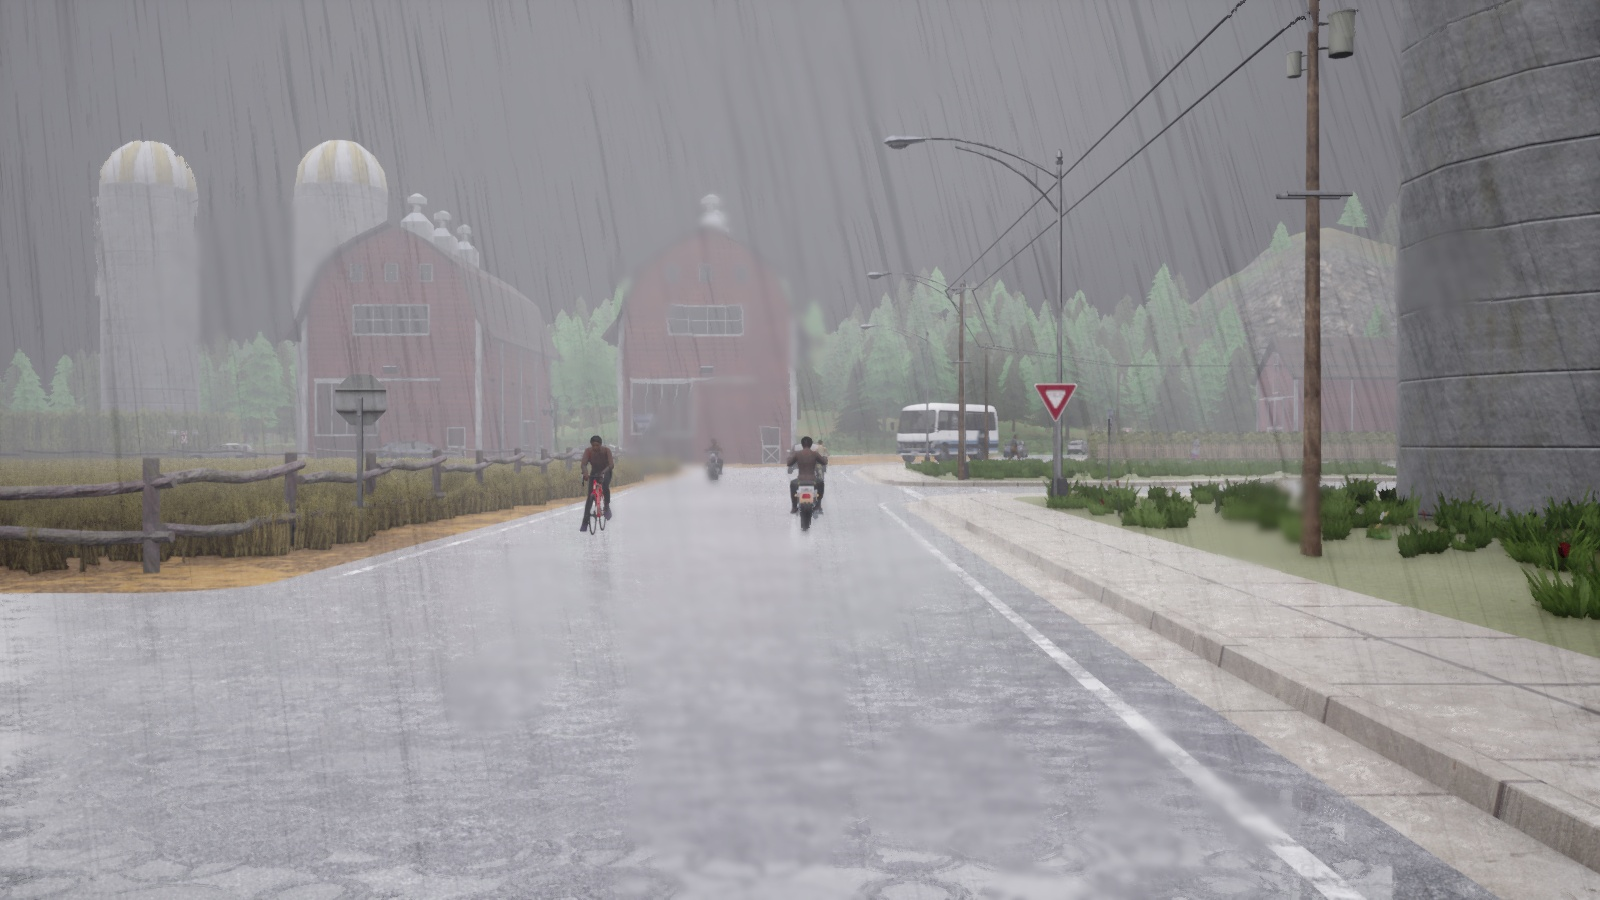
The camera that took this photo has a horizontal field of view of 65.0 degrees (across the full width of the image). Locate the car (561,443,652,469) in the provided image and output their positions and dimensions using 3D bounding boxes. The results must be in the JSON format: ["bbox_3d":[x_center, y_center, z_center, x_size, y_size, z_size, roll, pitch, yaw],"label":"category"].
[{"bbox_3d":[-11.110,0.330,72.214,4.792,1.488,2.163,0,0,4],"label":"car"}]

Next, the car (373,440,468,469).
[{"bbox_3d":[-21.723,0.252,72.021,4.856,1.649,2.033,0,0,-3],"label":"car"}]

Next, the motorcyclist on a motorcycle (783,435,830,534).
[{"bbox_3d":[0.126,0.573,22.052,0.766,1.649,2.350,0,0,1],"label":"motorcyclist on a motorcycle"}]

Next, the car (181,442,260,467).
[{"bbox_3d":[-34.538,0.262,74.876,3.806,1.475,1.970,0,0,-3],"label":"car"}]

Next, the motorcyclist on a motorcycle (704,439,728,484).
[{"bbox_3d":[-3.215,0.423,48.117,0.766,1.649,2.350,0,0,0],"label":"motorcyclist on a motorcycle"}]

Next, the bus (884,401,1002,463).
[{"bbox_3d":[10.575,-1.241,91.598,3.944,4.253,10.273,-1,0,36],"label":"bus"}]

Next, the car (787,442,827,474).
[{"bbox_3d":[0.378,0.371,62.542,1.882,1.535,5.008,0,0,1],"label":"car"}]

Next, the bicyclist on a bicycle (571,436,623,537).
[{"bbox_3d":[-3.367,0.579,20.907,0.582,1.620,1.656,0,1,0],"label":"bicyclist on a bicycle"}]
